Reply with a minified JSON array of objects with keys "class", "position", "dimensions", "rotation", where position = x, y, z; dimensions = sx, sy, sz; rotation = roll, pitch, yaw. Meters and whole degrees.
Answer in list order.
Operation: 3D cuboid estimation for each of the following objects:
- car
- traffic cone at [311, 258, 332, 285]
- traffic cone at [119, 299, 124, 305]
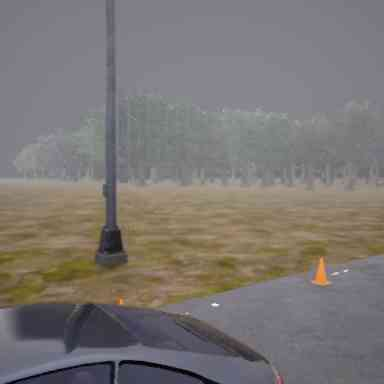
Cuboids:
[{"class":"car","position":[-1.297,1.535,1.958],"dimensions":[4.181,1.385,1.994],"rotation":[-1,1,-35]},{"class":"traffic cone","position":[3.035,1.836,7.798],"dimensions":[0.340,0.580,0.340],"rotation":[-1,1,-35]},{"class":"traffic cone","position":[-1.043,1.878,4.904],"dimensions":[0.340,0.580,0.340],"rotation":[-1,1,-35]}]
